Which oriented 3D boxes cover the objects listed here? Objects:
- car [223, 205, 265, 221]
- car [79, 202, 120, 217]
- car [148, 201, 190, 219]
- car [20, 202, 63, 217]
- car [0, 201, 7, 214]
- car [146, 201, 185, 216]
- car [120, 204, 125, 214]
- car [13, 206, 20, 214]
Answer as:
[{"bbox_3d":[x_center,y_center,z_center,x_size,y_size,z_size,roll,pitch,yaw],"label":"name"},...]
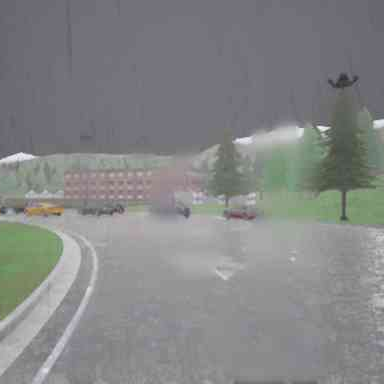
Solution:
[{"bbox_3d":[4.742,1.876,30.639,1.994,1.385,4.181,0,-1,-33],"label":"car"},{"bbox_3d":[-10.577,1.928,36.667,4.902,1.511,2.128,-1,-1,39],"label":"car"},{"bbox_3d":[-2.274,1.726,33.902,2.097,1.767,4.553,0,-1,-40],"label":"car"},{"bbox_3d":[-16.317,1.935,36.494,5.008,1.535,1.882,-1,-1,33],"label":"car"},{"bbox_3d":[-25.093,1.890,40.949,4.553,1.767,2.097,-1,-1,21],"label":"car"},{"bbox_3d":[-3.220,1.919,39.838,5.008,1.535,1.882,0,-1,44],"label":"car"},{"bbox_3d":[-10.395,1.990,41.152,4.892,1.490,1.837,0,-1,38],"label":"car"},{"bbox_3d":[-20.872,2.069,42.920,4.674,1.442,1.812,0,-1,25],"label":"car"}]
